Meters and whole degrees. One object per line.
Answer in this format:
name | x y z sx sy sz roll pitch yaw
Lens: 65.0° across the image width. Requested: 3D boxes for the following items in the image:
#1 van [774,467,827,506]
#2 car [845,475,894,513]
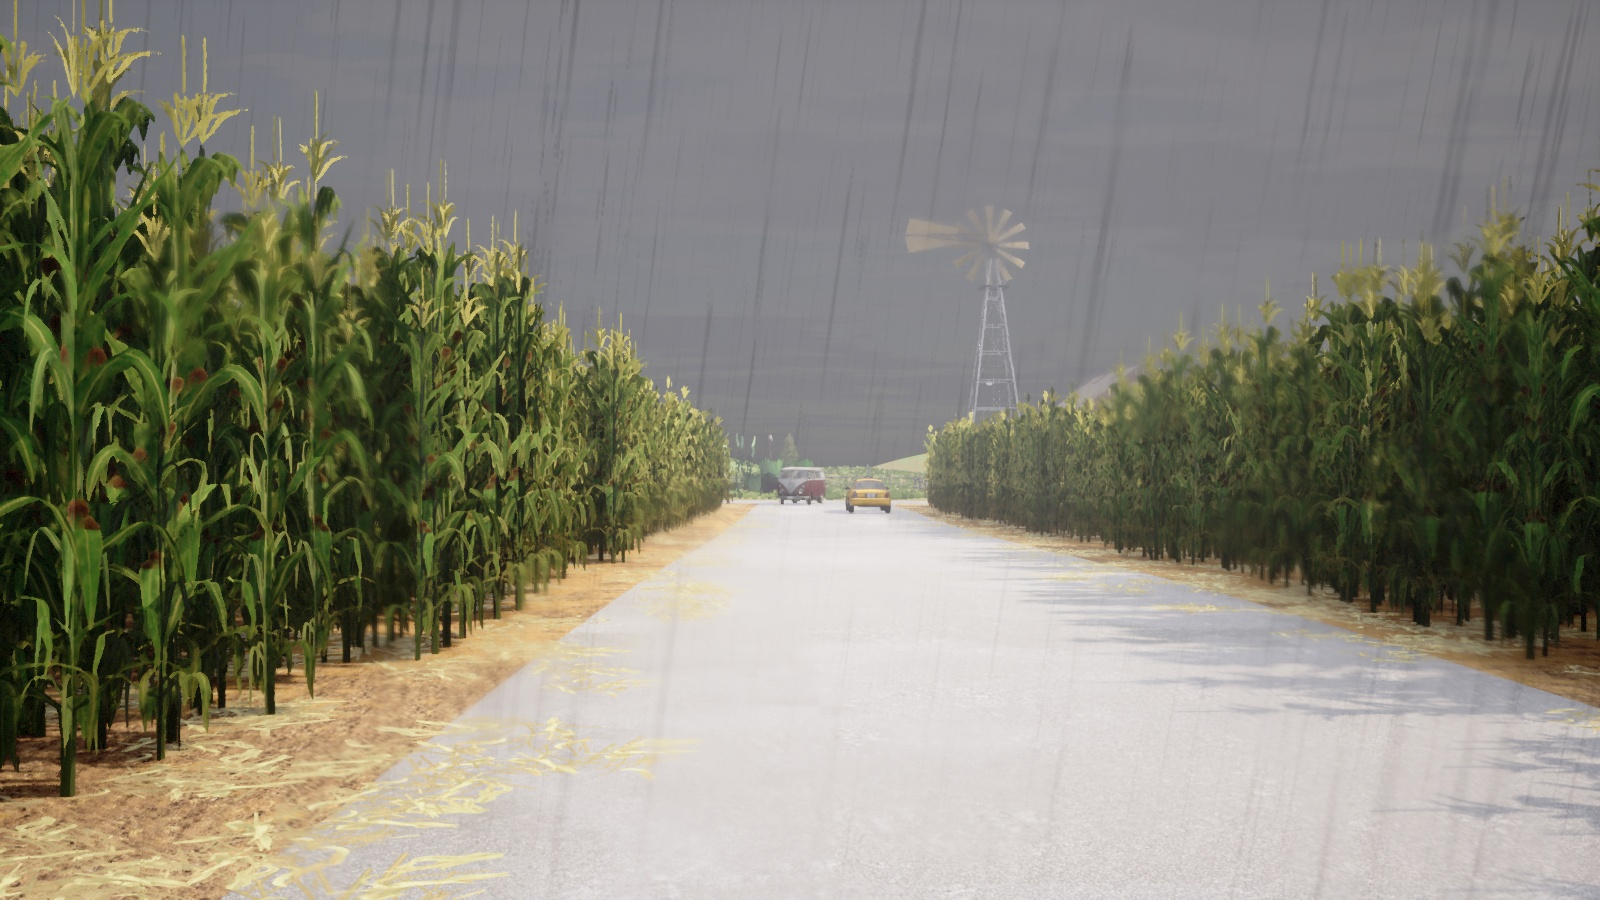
van | 0.076 1.881 66.183 1.775 1.987 4.442 -1 -1 14
car | 2.979 1.873 54.764 1.801 1.575 5.366 0 -1 0
